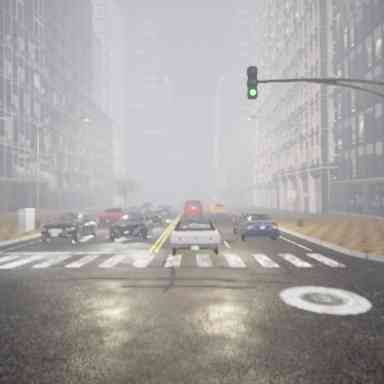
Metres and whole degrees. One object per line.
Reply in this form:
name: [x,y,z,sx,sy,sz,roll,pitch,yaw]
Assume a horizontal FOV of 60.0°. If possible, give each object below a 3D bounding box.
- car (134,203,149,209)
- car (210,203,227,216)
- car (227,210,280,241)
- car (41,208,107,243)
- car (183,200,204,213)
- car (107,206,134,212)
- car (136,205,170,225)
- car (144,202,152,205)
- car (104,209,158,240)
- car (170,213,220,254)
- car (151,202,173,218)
car: [-6.462,2.279,37.989,1.994,1.385,4.181,-1,-1,0]
car: [3.394,2.179,42.255,1.882,1.535,5.008,-1,-1,0]
car: [3.366,1.802,18.363,2.033,1.411,5.357,-1,-1,0]
car: [-6.581,1.840,18.420,2.128,1.511,4.902,-1,-1,0]
car: [0.136,1.861,37.262,2.150,2.045,5.566,-1,-1,0]
car: [-6.529,2.008,28.092,1.882,1.535,5.008,-1,-1,-1]
car: [-3.292,2.114,28.810,1.895,1.301,4.718,-1,-1,0]
car: [-6.452,2.258,48.291,2.097,1.767,4.553,-1,-1,0]
car: [-3.325,1.891,18.852,1.994,1.385,4.181,-1,-1,0]
car: [0.117,1.816,14.558,1.895,1.301,4.718,-1,-1,0]
car: [-3.212,2.198,39.198,2.128,1.511,4.902,-1,-1,0]
